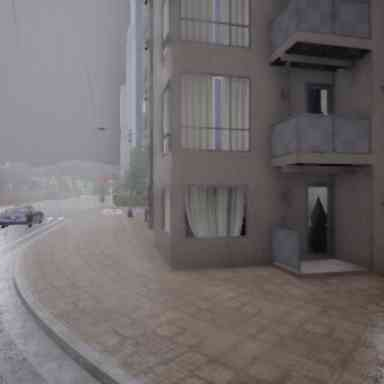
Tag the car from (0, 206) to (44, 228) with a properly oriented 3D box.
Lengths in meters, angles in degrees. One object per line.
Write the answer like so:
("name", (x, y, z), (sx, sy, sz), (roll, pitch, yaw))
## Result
("car", (-11.792, 1.686, 23.241), (2.033, 1.411, 5.357), (0, 0, -13))
